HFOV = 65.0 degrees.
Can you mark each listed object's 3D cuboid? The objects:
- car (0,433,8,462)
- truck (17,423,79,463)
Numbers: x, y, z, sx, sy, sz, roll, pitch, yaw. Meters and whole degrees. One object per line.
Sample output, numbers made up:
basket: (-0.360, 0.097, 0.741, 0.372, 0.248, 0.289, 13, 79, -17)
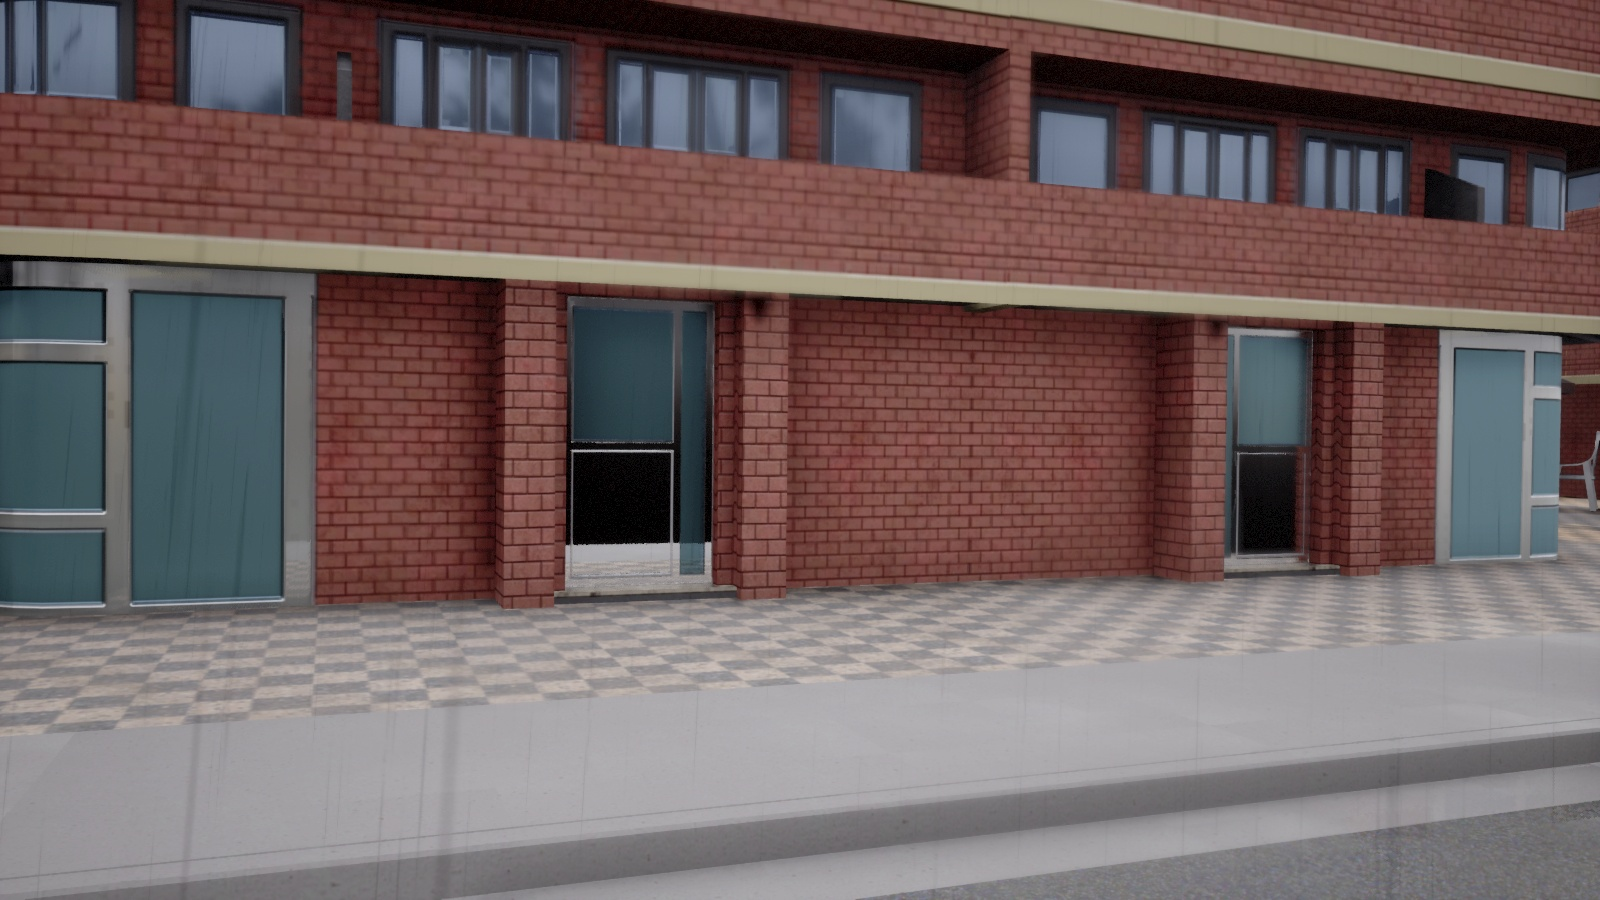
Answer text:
car: (-51.750, -0.142, 79.606, 1.905, 1.878, 3.866, -1, 1, -21)
truck: (-48.763, -0.488, 81.509, 2.627, 2.467, 5.204, -1, 1, -22)
